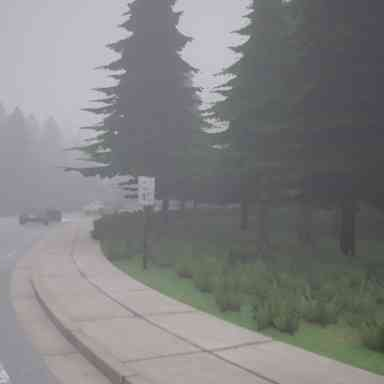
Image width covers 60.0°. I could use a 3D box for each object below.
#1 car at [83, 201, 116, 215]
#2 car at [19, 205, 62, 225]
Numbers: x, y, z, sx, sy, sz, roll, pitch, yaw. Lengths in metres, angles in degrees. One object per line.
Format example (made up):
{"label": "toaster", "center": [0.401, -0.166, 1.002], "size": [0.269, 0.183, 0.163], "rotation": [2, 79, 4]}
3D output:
{"label": "car", "center": [-9.851, 1.696, 35.952], "size": [1.812, 1.442, 4.674], "rotation": [1, 0, 17]}
{"label": "car", "center": [-11.159, 1.627, 24.782], "size": [1.994, 1.385, 4.181], "rotation": [1, 0, -5]}
